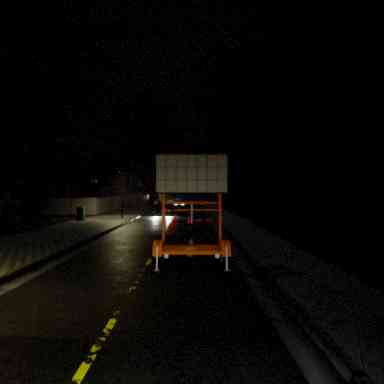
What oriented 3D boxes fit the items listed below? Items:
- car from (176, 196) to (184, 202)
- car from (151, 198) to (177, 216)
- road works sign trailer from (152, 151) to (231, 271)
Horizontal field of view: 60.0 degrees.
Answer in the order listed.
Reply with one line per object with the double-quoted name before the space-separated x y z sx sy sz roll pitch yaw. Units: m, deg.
"car" -2.788 1.611 74.136 1.895 1.301 4.718 0 0 0
"car" -2.867 1.565 33.010 1.994 1.385 4.181 0 0 0
"road works sign trailer" -0.005 0.462 10.853 2.380 3.560 2.880 0 0 0
